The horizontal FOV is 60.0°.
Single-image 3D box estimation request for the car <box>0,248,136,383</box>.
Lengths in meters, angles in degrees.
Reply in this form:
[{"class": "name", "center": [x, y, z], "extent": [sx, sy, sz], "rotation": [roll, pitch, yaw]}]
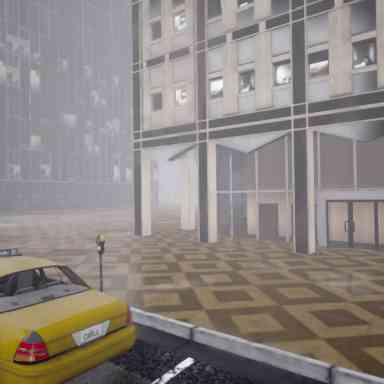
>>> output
[{"class": "car", "center": [-2.988, 1.528, 5.021], "extent": [4.829, 1.417, 1.752], "rotation": [0, -1, 36]}]
